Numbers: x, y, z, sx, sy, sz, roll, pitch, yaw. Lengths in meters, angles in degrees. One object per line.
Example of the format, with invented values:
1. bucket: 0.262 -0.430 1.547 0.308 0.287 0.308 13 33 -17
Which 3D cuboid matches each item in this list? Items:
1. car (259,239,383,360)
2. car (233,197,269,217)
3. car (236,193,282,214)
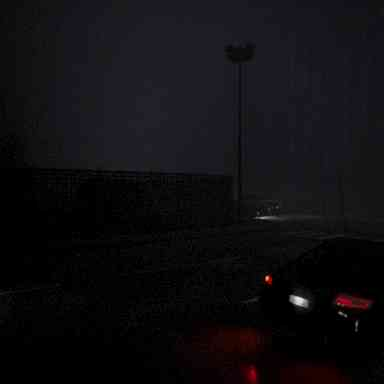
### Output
1. car: 3.197 1.564 6.018 4.181 1.385 1.994 0 0 -35
2. car: 4.303 1.492 31.509 2.033 1.411 5.357 0 0 -35
3. car: 6.634 1.166 34.267 2.150 2.045 5.566 0 0 -35
